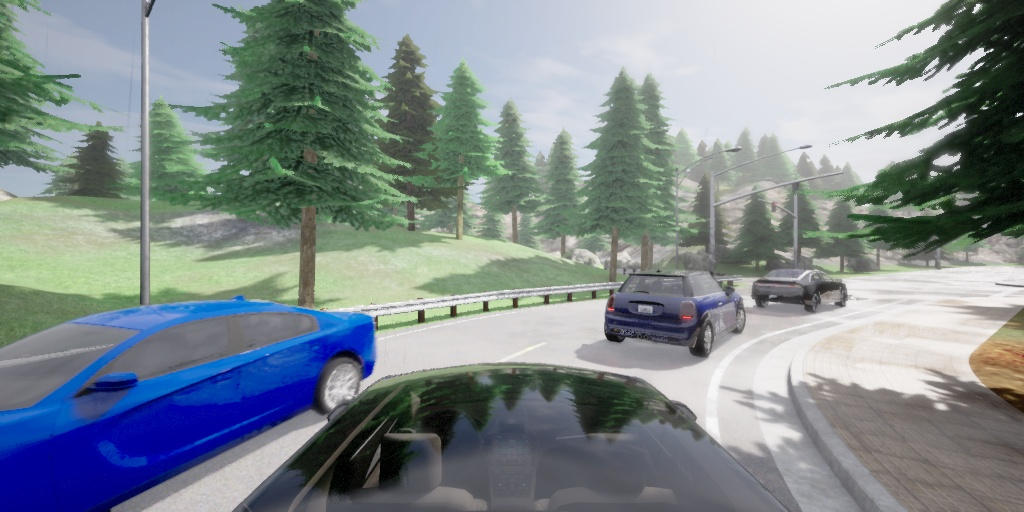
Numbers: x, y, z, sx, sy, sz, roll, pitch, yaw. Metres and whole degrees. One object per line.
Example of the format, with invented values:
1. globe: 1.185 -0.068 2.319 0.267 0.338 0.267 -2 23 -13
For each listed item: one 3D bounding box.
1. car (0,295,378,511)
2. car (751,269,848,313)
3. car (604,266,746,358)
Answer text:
1. car: -3.474 1.228 3.449 1.882 1.535 5.008 -1 0 18
2. car: 11.363 1.256 14.096 4.902 1.511 2.128 0 0 -32
3. car: 4.176 1.109 8.893 2.097 1.767 4.553 0 0 43
